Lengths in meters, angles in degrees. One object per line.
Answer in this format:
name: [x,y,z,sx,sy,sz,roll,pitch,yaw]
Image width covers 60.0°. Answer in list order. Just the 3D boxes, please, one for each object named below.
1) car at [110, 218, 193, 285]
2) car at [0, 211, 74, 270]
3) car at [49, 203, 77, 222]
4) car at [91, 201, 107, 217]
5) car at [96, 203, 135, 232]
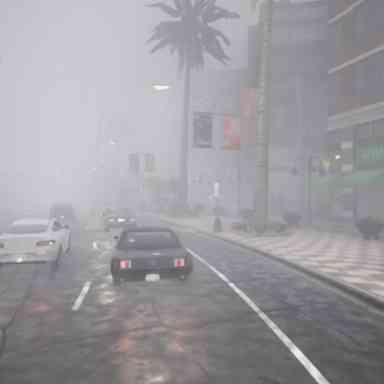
car: [-1.319,1.653,9.688,1.895,1.301,4.718,0,0,-11]
car: [-5.241,1.587,11.227,1.812,1.442,4.674,0,0,-15]
car: [-10.734,1.656,27.718,1.837,1.490,4.892,0,0,-20]
car: [-9.181,1.637,33.484,1.801,1.575,5.366,0,0,-20]
car: [-4.753,1.662,21.211,2.033,1.411,5.357,0,0,-19]
